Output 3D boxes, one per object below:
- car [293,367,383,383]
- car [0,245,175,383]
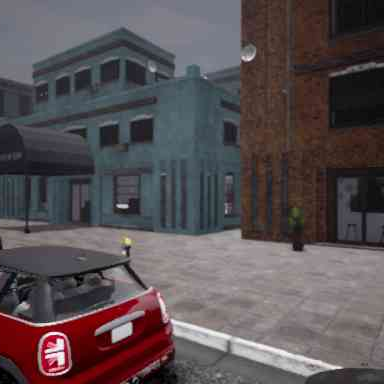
[{"bbox_3d":[2.347,1.547,1.198,4.403,1.369,2.008,0,0,36],"label":"car"},{"bbox_3d":[-2.291,1.455,4.507,4.097,1.590,1.967,0,0,36],"label":"car"}]
